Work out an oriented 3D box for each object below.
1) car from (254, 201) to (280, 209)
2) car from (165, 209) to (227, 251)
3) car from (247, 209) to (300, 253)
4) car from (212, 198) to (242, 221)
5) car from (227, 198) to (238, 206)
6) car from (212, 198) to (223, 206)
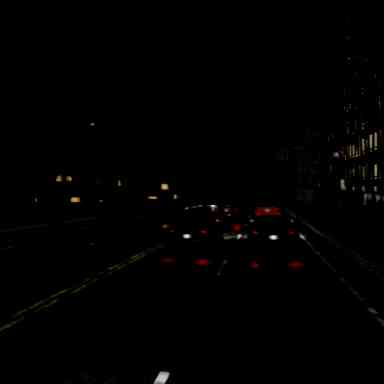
[{"bbox_3d":[6.433,1.529,28.574,2.097,1.767,4.553,-1,-1,12],"label":"car"},{"bbox_3d":[0.218,1.687,14.779,1.994,1.385,4.181,-1,0,12],"label":"car"},{"bbox_3d":[3.403,1.646,14.138,1.994,1.385,4.181,-1,0,12],"label":"car"},{"bbox_3d":[3.251,1.570,29.235,2.097,1.767,4.553,-1,-1,12],"label":"car"},{"bbox_3d":[8.652,2.104,70.730,1.812,1.442,4.674,-1,-1,12],"label":"car"},{"bbox_3d":[5.471,2.121,71.399,1.837,1.490,4.892,-1,-1,12],"label":"car"}]
